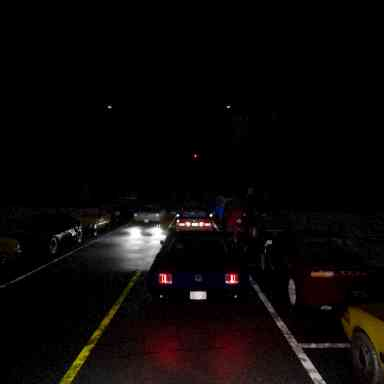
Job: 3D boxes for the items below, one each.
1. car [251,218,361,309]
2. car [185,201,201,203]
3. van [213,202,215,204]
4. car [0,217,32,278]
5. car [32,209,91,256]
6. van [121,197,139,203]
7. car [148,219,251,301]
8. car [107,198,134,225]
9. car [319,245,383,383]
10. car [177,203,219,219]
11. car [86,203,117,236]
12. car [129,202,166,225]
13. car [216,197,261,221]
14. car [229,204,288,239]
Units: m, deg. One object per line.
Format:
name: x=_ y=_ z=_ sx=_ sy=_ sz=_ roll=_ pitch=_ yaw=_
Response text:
car: x=2.775 y=1.545 z=7.704 sx=1.887 sy=1.381 sz=4.507 roll=0 pitch=0 yaw=0
car: x=0.053 y=1.482 z=27.712 sx=1.882 sy=1.535 sz=5.008 roll=0 pitch=0 yaw=0
van: x=2.820 y=1.346 z=29.454 sx=1.690 sy=1.788 sz=3.998 roll=0 pitch=0 yaw=0
car: x=-5.750 y=1.525 z=7.552 sx=1.752 sy=1.417 sz=4.829 roll=0 pitch=0 yaw=0
car: x=-5.739 y=1.567 z=13.159 sx=1.947 sy=1.339 sz=4.313 roll=0 pitch=0 yaw=0
van: x=-5.706 y=1.346 z=29.472 sx=1.690 sy=1.788 sz=3.998 roll=0 pitch=0 yaw=0
car: x=0.117 y=1.601 z=8.294 sx=1.895 sy=1.301 sz=4.718 roll=0 pitch=0 yaw=0
car: x=-5.717 y=1.443 z=24.034 sx=1.967 sy=1.590 sz=4.097 roll=0 pitch=0 yaw=0
car: x=2.765 y=1.525 z=2.436 sx=1.752 sy=1.417 sz=4.829 roll=0 pitch=0 yaw=0
car: x=0.133 y=1.549 z=17.885 sx=2.033 sy=1.411 sz=5.357 roll=0 pitch=0 yaw=0
car: x=-5.728 y=1.527 z=18.427 sx=1.752 sy=1.417 sz=4.829 roll=0 pitch=0 yaw=0
car: x=-2.981 y=1.604 z=24.099 sx=1.895 sy=1.301 sz=4.718 roll=0 pitch=0 yaw=1
car: x=2.797 y=1.317 z=18.579 sx=2.192 sy=1.841 sz=5.009 roll=0 pitch=0 yaw=0
car: x=2.786 y=1.441 z=13.141 sx=1.967 sy=1.590 sz=4.097 roll=0 pitch=0 yaw=0
